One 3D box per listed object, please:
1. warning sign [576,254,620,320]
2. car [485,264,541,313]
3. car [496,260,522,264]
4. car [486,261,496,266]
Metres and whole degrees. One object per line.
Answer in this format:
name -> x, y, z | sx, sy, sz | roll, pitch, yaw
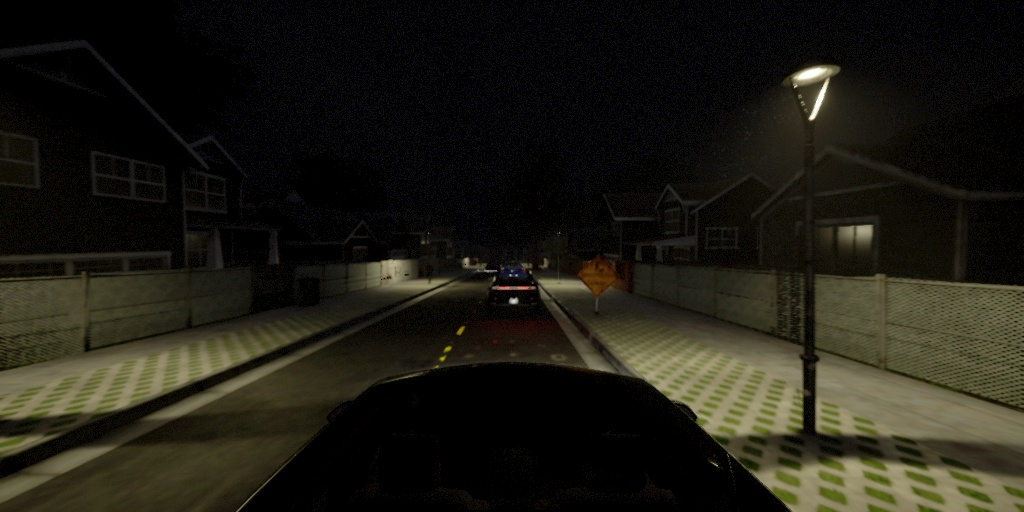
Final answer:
warning sign -> 2.518, 0.873, 10.753 | 1.300, 1.860, 1.060 | 0, 0, 0
car -> 0.071, 1.252, 13.964 | 2.128, 1.511, 4.902 | 0, 0, 0
car -> 0.074, 1.133, 28.982 | 2.097, 1.767, 4.553 | 0, 0, 0
car -> -2.811, 1.399, 53.191 | 1.994, 1.385, 4.181 | 0, 0, 0
